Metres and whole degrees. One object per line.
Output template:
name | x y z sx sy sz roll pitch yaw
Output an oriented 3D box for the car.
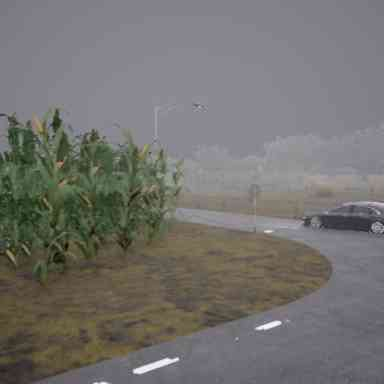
car | 8.106 1.247 16.873 4.892 1.490 1.837 1 8 43
